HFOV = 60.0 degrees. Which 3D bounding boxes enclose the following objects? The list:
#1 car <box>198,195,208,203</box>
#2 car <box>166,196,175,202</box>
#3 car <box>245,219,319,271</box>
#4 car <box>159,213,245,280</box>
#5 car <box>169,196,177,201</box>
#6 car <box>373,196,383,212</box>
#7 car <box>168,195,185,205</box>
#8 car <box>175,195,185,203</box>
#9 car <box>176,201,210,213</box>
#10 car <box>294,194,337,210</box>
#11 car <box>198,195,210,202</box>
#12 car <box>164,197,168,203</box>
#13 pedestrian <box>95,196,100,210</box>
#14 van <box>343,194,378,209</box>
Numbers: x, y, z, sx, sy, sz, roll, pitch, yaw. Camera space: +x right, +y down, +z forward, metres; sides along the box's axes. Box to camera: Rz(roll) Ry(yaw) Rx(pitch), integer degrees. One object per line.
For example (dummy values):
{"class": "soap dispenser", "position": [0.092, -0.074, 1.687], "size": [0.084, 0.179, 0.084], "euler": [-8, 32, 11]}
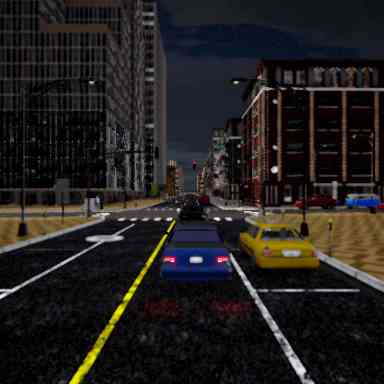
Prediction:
{"class": "car", "position": [2.536, 1.527, 76.693], "size": [2.192, 1.841, 5.009], "euler": [0, 0, 0]}
{"class": "car", "position": [-5.347, 1.773, 82.283], "size": [1.887, 1.381, 4.507], "euler": [0, 0, 0]}
{"class": "car", "position": [2.560, 1.554, 10.860], "size": [1.752, 1.417, 4.829], "euler": [0, 0, 0]}
{"class": "car", "position": [0.093, 1.575, 9.968], "size": [2.033, 1.411, 5.357], "euler": [0, 0, 0]}
{"class": "car", "position": [-5.351, 1.811, 93.468], "size": [2.008, 1.369, 4.403], "euler": [0, 0, 0]}
{"class": "car", "position": [21.068, 1.358, 33.242], "size": [4.507, 1.381, 1.887], "euler": [-1, 1, -1]}
{"class": "car", "position": [-2.810, 1.666, 63.370], "size": [2.128, 1.511, 4.902], "euler": [0, 0, 1]}
{"class": "car", "position": [-2.779, 1.574, 79.190], "size": [2.097, 1.767, 4.553], "euler": [0, 0, 0]}
{"class": "car", "position": [0.076, 1.561, 20.749], "size": [1.837, 1.490, 4.892], "euler": [0, 0, 0]}
{"class": "car", "position": [15.298, 1.205, 41.057], "size": [5.009, 1.841, 2.192], "euler": [-1, 1, -1]}
{"class": "car", "position": [2.540, 1.495, 65.507], "size": [2.192, 1.841, 5.009], "euler": [0, 0, 0]}
{"class": "car", "position": [-5.345, 1.763, 76.690], "size": [2.008, 1.369, 4.403], "euler": [0, 0, 0]}
{"class": "pedestrian", "position": [-12.364, 1.389, 43.692], "size": [0.375, 1.860, 0.375], "euler": [0, 1, -1]}
{"class": "van", "position": [20.954, 1.160, 41.119], "size": [3.998, 1.788, 1.690], "euler": [-1, 1, -1]}
